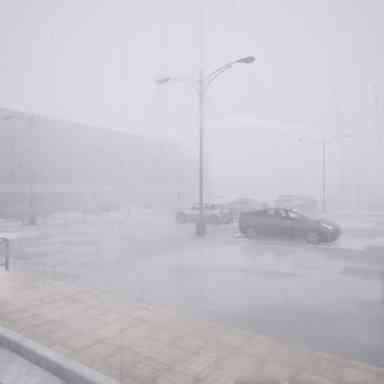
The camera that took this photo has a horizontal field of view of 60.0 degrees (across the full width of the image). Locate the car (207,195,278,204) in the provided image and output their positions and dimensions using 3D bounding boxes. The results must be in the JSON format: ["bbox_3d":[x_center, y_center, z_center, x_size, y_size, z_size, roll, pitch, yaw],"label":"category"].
[{"bbox_3d":[4.196,1.345,27.851,5.027,1.636,2.152,0,0,35],"label":"car"}]

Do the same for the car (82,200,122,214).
[{"bbox_3d":[-10.269,1.681,38.161,1.837,1.490,4.892,0,0,35],"label":"car"}]

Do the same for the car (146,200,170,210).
[{"bbox_3d":[-4.487,1.740,46.313,1.994,1.385,4.181,0,0,36],"label":"car"}]

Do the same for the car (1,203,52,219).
[{"bbox_3d":[-15.346,1.739,30.977,1.994,1.385,4.181,0,0,35],"label":"car"}]

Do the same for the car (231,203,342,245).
[{"bbox_3d":[4.403,1.490,15.364,4.514,1.523,2.007,0,0,35],"label":"car"}]

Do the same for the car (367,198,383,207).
[{"bbox_3d":[28.091,1.576,49.298,3.806,1.475,1.970,0,0,35],"label":"car"}]

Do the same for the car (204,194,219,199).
[{"bbox_3d":[3.921,1.397,51.818,2.150,2.045,5.566,0,0,35],"label":"car"}]

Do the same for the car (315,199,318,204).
[{"bbox_3d":[12.916,1.289,40.913,4.605,1.855,1.932,0,0,35],"label":"car"}]

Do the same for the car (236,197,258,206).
[{"bbox_3d":[10.053,1.667,60.520,2.128,1.511,4.902,0,0,35],"label":"car"}]

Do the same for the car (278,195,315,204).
[{"bbox_3d":[11.577,1.268,38.302,3.866,1.878,1.905,0,0,35],"label":"car"}]

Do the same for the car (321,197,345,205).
[{"bbox_3d":[23.748,1.565,56.014,3.633,1.501,1.845,0,0,35],"label":"car"}]

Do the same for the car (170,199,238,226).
[{"bbox_3d":[0.758,1.424,22.422,3.806,1.475,1.970,0,0,35],"label":"car"}]
